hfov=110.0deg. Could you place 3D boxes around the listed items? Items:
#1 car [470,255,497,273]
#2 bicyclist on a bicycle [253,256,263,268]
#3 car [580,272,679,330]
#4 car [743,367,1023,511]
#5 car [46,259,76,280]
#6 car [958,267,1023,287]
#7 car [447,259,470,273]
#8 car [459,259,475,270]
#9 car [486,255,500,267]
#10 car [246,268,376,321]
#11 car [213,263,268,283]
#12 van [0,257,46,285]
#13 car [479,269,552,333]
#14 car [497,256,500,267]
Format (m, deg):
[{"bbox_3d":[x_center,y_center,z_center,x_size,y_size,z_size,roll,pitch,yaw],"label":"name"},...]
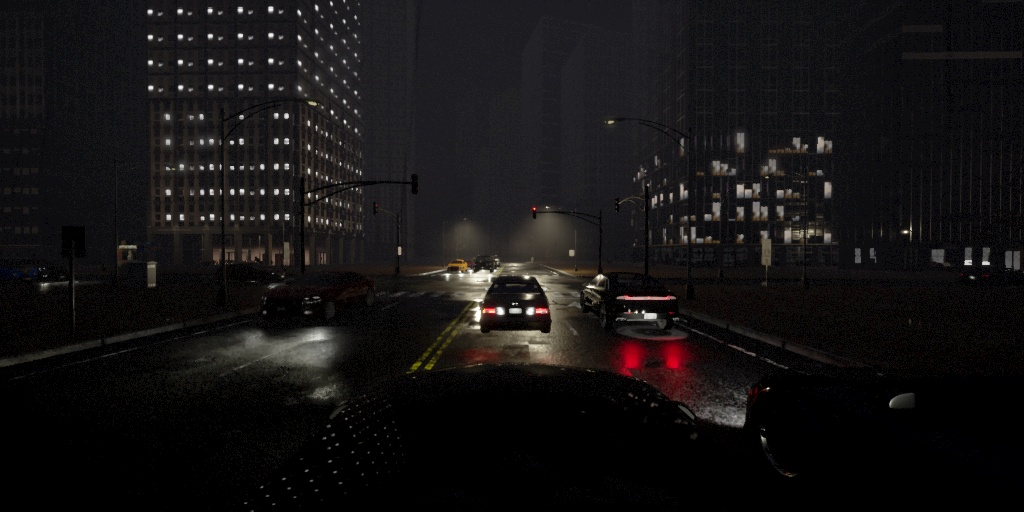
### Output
[{"bbox_3d":[-3.299,0.938,42.882,2.150,2.045,5.566,0,0,0],"label":"car"},{"bbox_3d":[-24.665,0.868,34.704,0.582,1.620,1.656,0,1,1],"label":"bicyclist on a bicycle"},{"bbox_3d":[3.356,1.238,11.085,2.128,1.511,4.902,0,0,0],"label":"car"},{"bbox_3d":[3.354,1.314,1.928,1.994,1.385,4.181,0,0,0],"label":"car"},{"bbox_3d":[-35.087,0.943,26.243,4.553,1.767,2.097,0,0,2],"label":"car"},{"bbox_3d":[33.861,1.475,24.784,4.181,1.385,1.994,0,0,1],"label":"car"},{"bbox_3d":[-6.548,1.193,43.206,1.882,1.535,5.008,0,0,0],"label":"car"},{"bbox_3d":[-6.535,1.223,52.618,1.812,1.442,4.674,0,0,0],"label":"car"},{"bbox_3d":[-3.265,0.896,63.064,2.150,2.045,5.566,0,0,0],"label":"car"},{"bbox_3d":[-6.494,1.223,12.620,1.882,1.535,5.008,0,0,0],"label":"car"},{"bbox_3d":[-18.809,1.194,25.817,4.674,1.442,1.812,0,0,1],"label":"car"},{"bbox_3d":[-33.909,0.960,23.625,3.998,1.789,1.690,0,0,1],"label":"van"},{"bbox_3d":[0.109,1.294,10.672,2.033,1.411,5.357,0,0,1],"label":"car"},{"bbox_3d":[-3.286,1.049,52.836,2.097,1.767,4.553,0,0,0],"label":"car"}]
